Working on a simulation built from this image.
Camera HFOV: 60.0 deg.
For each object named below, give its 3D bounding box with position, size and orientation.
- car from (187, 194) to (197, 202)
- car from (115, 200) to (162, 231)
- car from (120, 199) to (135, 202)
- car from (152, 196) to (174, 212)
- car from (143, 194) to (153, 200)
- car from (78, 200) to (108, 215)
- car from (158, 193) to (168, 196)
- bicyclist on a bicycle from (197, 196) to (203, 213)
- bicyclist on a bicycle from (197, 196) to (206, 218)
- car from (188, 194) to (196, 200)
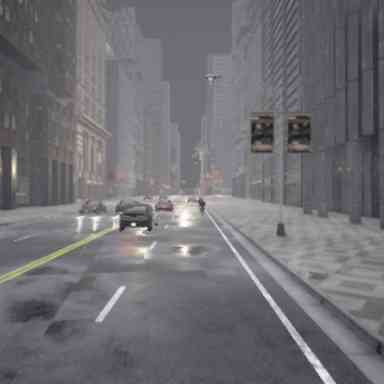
[{"bbox_3d":[-0.014,1.425,69.679,2.033,1.411,5.357,0,0,0],"label":"car"},{"bbox_3d":[-3.154,1.492,20.334,1.837,1.490,4.892,0,0,0],"label":"car"},{"bbox_3d":[-6.591,1.452,34.280,1.882,1.535,5.008,0,0,0],"label":"car"},{"bbox_3d":[-3.159,1.534,38.906,1.994,1.385,4.181,0,0,0],"label":"car"},{"bbox_3d":[-9.765,1.233,74.726,2.033,1.411,5.357,0,0,0],"label":"car"},{"bbox_3d":[-9.840,1.501,33.340,1.812,1.442,4.674,0,0,0],"label":"car"},{"bbox_3d":[-6.515,1.042,75.339,1.837,1.490,4.892,0,0,0],"label":"car"},{"bbox_3d":[0.887,1.343,36.863,0.659,1.776,1.843,0,0,0],"label":"bicyclist on a bicycle"},{"bbox_3d":[0.888,1.352,27.862,0.659,1.776,1.843,0,0,0],"label":"bicyclist on a bicycle"},{"bbox_3d":[-0.017,1.299,85.735,1.837,1.490,4.892,0,0,0],"label":"car"}]
